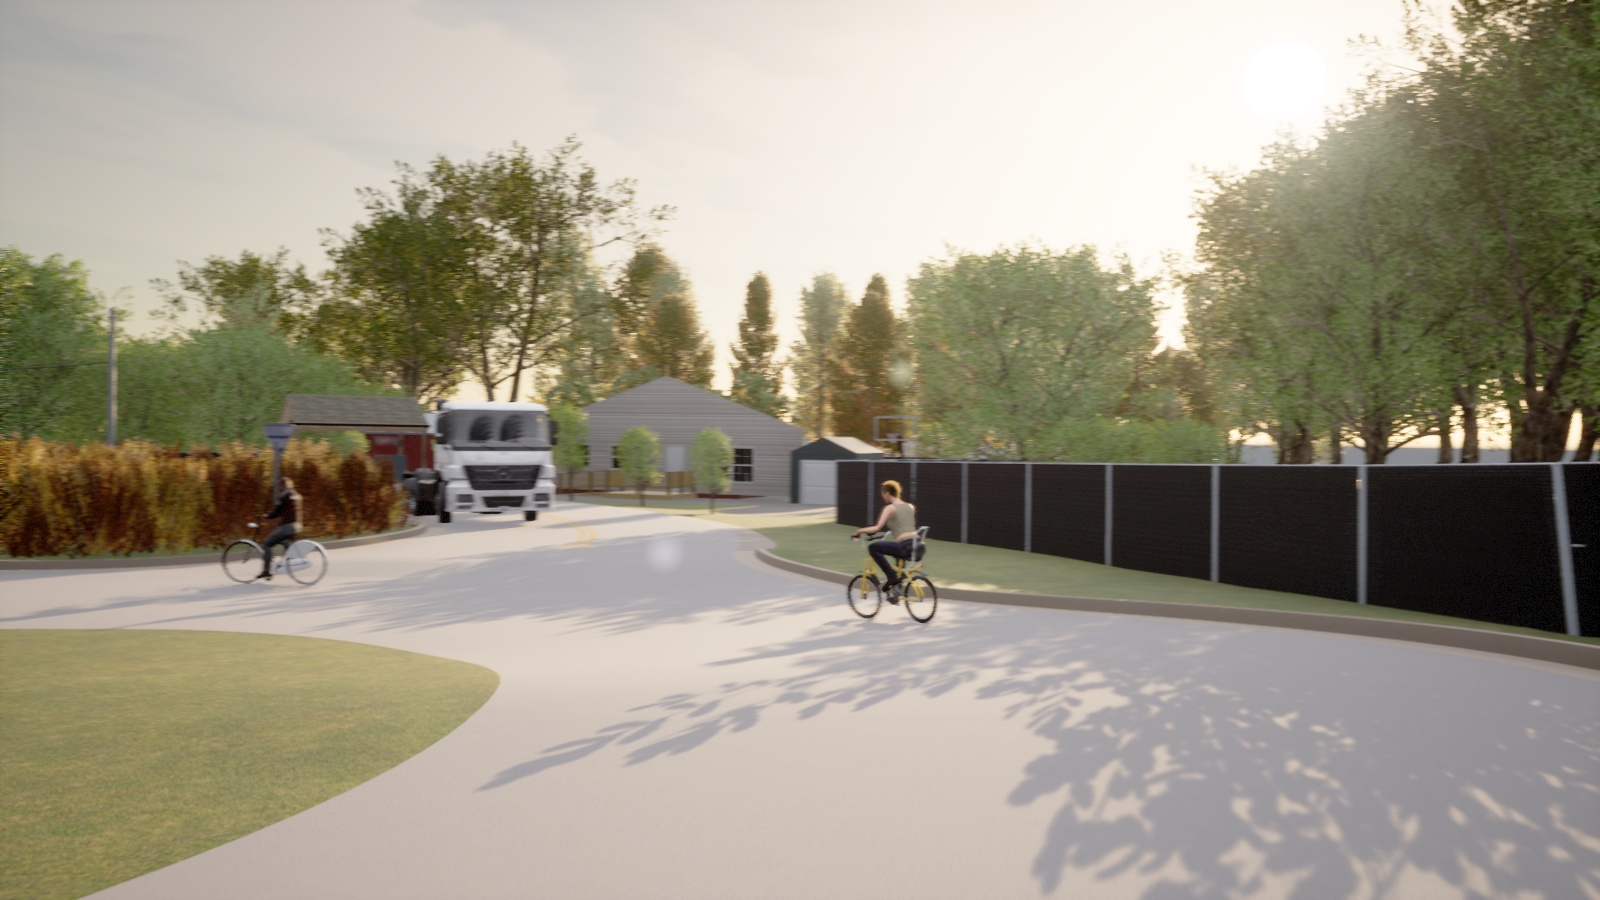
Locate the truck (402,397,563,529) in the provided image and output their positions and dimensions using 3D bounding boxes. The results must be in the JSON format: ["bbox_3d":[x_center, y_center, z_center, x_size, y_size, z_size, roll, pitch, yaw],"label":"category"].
[{"bbox_3d":[-9.574,0.323,37.159,2.891,3.462,7.936,0,0,-27],"label":"truck"}]

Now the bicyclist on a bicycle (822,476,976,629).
[{"bbox_3d":[1.110,1.158,14.363,0.866,1.612,1.509,-2,-2,-38],"label":"bicyclist on a bicycle"}]

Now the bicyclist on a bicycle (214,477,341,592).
[{"bbox_3d":[-8.475,1.354,20.388,1.843,1.776,0.659,0,1,11],"label":"bicyclist on a bicycle"}]
